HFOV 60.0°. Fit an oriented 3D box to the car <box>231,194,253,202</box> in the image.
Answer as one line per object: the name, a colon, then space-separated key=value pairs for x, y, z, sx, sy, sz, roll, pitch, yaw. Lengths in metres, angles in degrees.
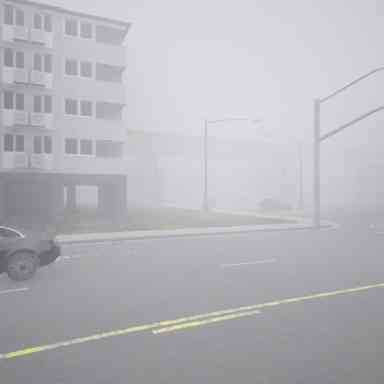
car: x=11.117 y=1.542 z=75.343 sx=2.033 sy=1.411 sz=5.357 roll=0 pitch=0 yaw=41

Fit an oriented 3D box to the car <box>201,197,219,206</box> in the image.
car: x=2.907 y=1.549 z=55.462 sx=2.033 sy=1.411 sz=5.357 roll=0 pitch=0 yaw=-11

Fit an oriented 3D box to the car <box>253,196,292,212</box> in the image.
car: x=9.773 y=1.507 z=39.597 sx=1.837 sy=1.490 sz=4.892 roll=0 pitch=0 yaw=-25

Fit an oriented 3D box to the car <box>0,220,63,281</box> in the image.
car: x=-5.892 y=1.491 z=8.383 sx=4.902 sy=1.511 sz=2.128 roll=0 pitch=0 yaw=-31
